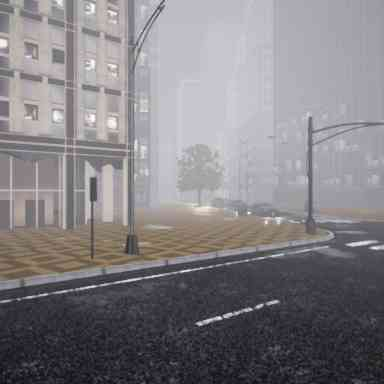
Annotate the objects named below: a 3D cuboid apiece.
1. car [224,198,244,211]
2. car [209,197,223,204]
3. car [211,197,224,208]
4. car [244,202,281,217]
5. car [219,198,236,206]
[{"bbox_3d":[6.093,1.731,44.328,1.882,1.535,5.008,0,0,-8],"label":"car"},{"bbox_3d":[5.368,1.909,73.629,2.128,1.511,4.902,0,0,-7],"label":"car"},{"bbox_3d":[4.525,1.699,56.331,2.097,1.767,4.553,0,0,-7],"label":"car"},{"bbox_3d":[7.385,1.727,34.416,2.033,1.411,5.357,0,0,-7],"label":"car"},{"bbox_3d":[6.723,1.892,63.301,2.128,1.511,4.902,0,0,-7],"label":"car"}]
